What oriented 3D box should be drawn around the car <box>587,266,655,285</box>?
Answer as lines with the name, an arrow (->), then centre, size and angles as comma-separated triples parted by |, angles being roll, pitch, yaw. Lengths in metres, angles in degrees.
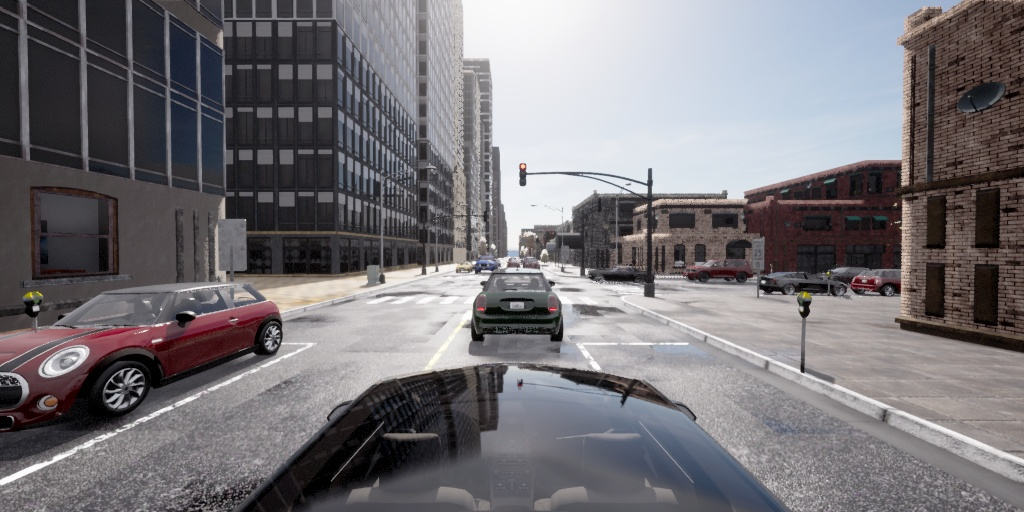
car -> 8.010, 1.396, 26.766 | 4.718, 1.301, 1.895 | 1, 0, 7

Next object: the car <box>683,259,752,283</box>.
car -> 16.585, 1.164, 28.858 | 5.009, 1.841, 2.192 | 0, 0, 1

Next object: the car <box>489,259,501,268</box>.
car -> -2.918, 1.262, 62.392 | 1.812, 1.442, 4.674 | 0, 0, 0

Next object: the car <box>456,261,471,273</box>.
car -> -5.725, 1.265, 43.437 | 1.751, 1.417, 4.829 | 0, 0, 0

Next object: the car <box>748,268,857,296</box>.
car -> 16.458, 1.547, 20.480 | 4.313, 1.339, 1.948 | 0, 0, 1

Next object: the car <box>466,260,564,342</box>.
car -> 0.155, 1.100, 9.953 | 2.097, 1.767, 4.553 | 0, 0, 1

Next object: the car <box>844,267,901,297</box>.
car -> 22.005, 1.474, 20.394 | 4.097, 1.591, 1.967 | 0, 0, 1

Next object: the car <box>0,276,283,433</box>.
car -> -5.682, 1.188, 5.659 | 1.967, 1.591, 4.097 | 0, 0, 0

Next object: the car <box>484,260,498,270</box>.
car -> -2.969, 1.264, 51.730 | 1.812, 1.442, 4.674 | 0, 0, 0

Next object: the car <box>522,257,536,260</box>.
car -> 2.808, 1.178, 49.175 | 1.967, 1.591, 4.097 | 0, 0, 0

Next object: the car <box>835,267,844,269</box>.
car -> 24.296, 1.490, 26.142 | 4.674, 1.442, 1.812 | 1, 1, 1

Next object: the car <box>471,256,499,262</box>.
car -> -2.990, 0.962, 41.540 | 2.150, 2.045, 5.566 | 0, 0, 1

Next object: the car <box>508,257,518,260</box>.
car -> 0.227, 1.263, 53.276 | 1.812, 1.442, 4.674 | 0, 0, 0
